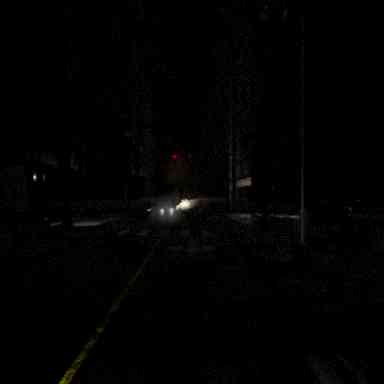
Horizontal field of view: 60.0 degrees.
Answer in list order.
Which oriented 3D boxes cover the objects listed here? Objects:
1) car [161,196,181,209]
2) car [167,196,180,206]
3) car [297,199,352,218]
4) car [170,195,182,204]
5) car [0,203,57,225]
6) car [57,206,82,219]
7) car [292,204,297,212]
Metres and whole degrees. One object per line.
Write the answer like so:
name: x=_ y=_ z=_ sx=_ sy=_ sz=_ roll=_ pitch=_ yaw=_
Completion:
car: x=-3.115 y=1.525 z=46.212 sx=2.033 sy=1.411 sz=5.357 roll=0 pitch=0 yaw=4
car: x=-3.133 y=1.451 z=56.016 sx=1.882 sy=1.535 sz=5.008 roll=0 pitch=0 yaw=0
car: x=12.154 y=1.560 z=30.126 sx=4.181 sy=1.385 sz=1.994 roll=0 pitch=0 yaw=0
car: x=-3.099 y=1.462 z=66.178 sx=2.128 sy=1.511 sz=4.902 roll=0 pitch=0 yaw=0
car: x=-12.414 y=1.588 z=23.374 sx=4.718 sy=1.301 sz=1.895 roll=0 pitch=0 yaw=3
car: x=-11.475 y=1.581 z=26.950 sx=4.718 sy=1.301 sz=1.895 roll=0 pitch=0 yaw=-4
car: x=12.589 y=1.481 z=33.376 sx=4.902 sy=1.511 sz=2.128 roll=0 pitch=0 yaw=0
